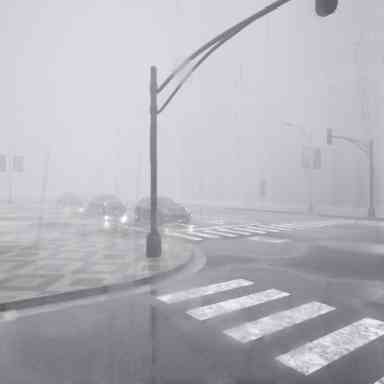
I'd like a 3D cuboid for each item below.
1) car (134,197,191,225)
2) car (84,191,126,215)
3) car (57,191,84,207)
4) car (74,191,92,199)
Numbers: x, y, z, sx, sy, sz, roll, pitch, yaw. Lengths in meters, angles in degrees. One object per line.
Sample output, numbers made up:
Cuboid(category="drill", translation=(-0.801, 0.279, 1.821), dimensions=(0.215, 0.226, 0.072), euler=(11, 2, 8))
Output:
Cuboid(category="car", translation=(-2.019, 1.112, 21.776), dimensions=(2.097, 1.767, 4.553), euler=(0, 1, -35))
Cuboid(category="car", translation=(-7.599, 0.978, 29.543), dimensions=(2.097, 1.767, 4.553), euler=(0, 1, -36))
Cuboid(category="car", translation=(-14.187, 0.815, 38.696), dimensions=(2.097, 1.767, 4.553), euler=(0, 1, -35))
Cuboid(category="car", translation=(-21.719, 0.520, 66.160), dimensions=(1.882, 1.535, 5.008), euler=(0, 1, -36))
